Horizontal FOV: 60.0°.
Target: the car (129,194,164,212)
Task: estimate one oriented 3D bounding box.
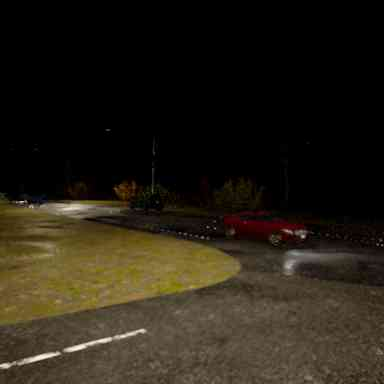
[{"bbox_3d":[-5.482,1.303,39.646,2.150,2.045,5.566,1,0,-37],"label":"car"}]

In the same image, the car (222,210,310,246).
[{"bbox_3d":[3.438,1.653,16.306,1.812,1.442,4.674,1,0,-37],"label":"car"}]

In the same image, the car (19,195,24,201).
[{"bbox_3d":[-36.000,1.310,71.523,1.994,1.385,4.181,1,0,-30],"label":"car"}]

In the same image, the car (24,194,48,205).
[{"bbox_3d":[-25.963,1.350,55.236,1.882,1.535,5.008,0,0,-35],"label":"car"}]
